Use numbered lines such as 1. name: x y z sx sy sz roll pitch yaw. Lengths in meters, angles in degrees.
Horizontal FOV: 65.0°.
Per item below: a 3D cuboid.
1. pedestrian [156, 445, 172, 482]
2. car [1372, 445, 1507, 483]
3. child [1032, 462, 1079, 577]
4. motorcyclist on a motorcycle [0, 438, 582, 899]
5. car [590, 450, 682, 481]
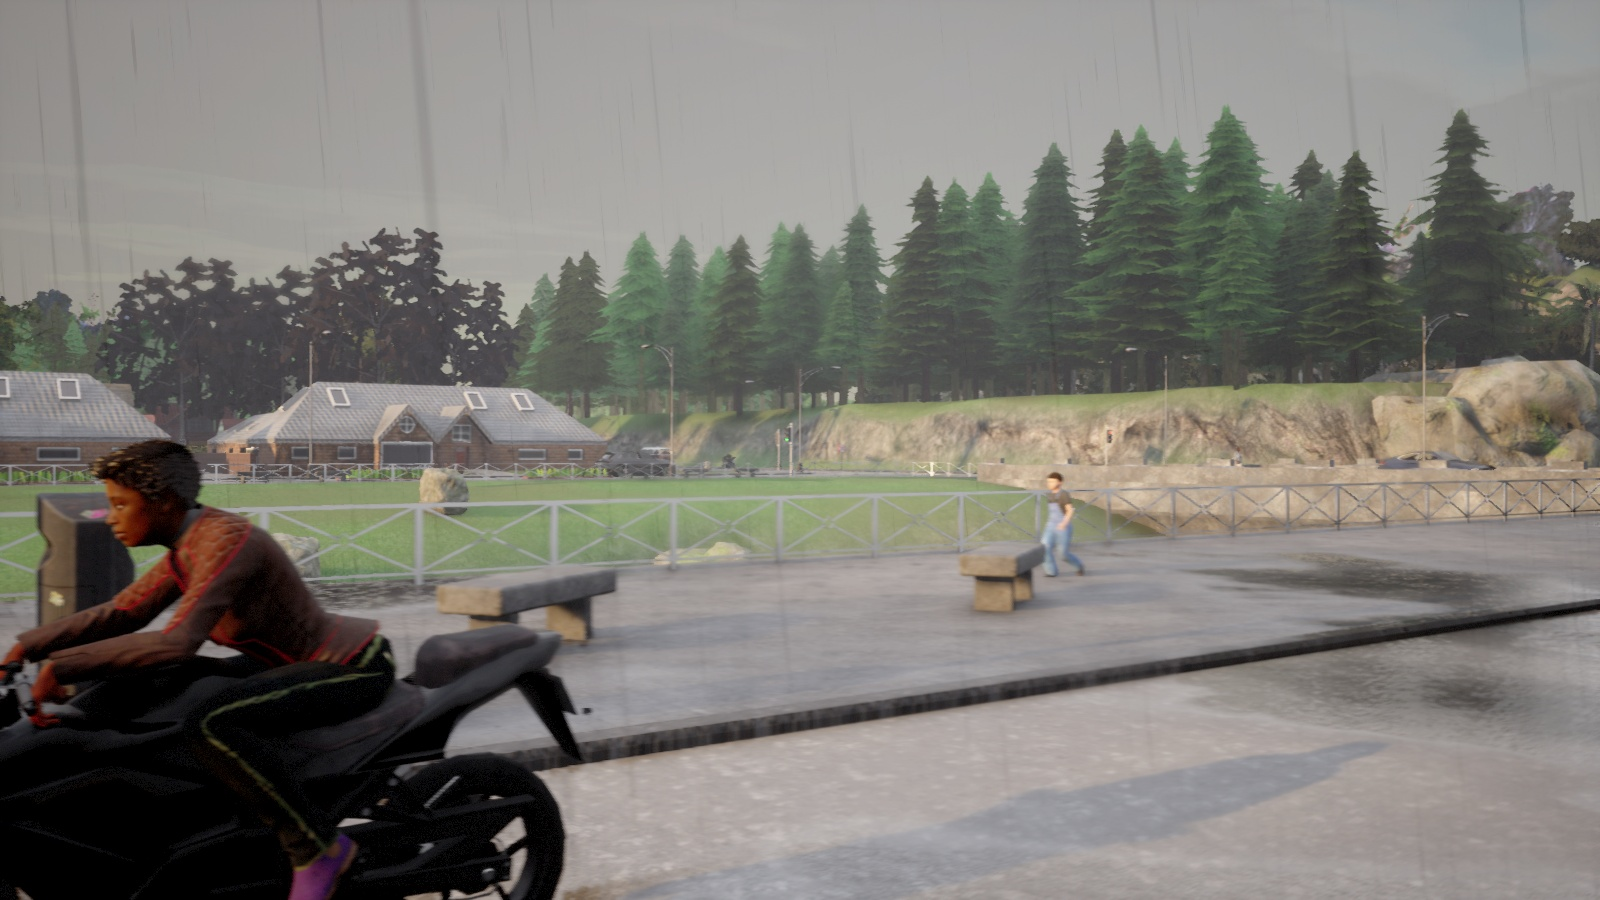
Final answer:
1. pedestrian: -33.089 0.685 65.303 0.692 1.930 0.396 0 0 -34
2. car: 28.822 0.602 56.766 2.152 1.651 5.027 0 0 -35
3. child: 2.862 0.763 14.065 0.437 1.263 0.270 0 0 -32
4. motorcyclist on a motorcycle: -1.653 0.738 3.119 2.044 1.523 0.797 0 0 -35
5. car: -9.486 0.875 72.782 4.856 1.649 2.033 -1 0 -35
